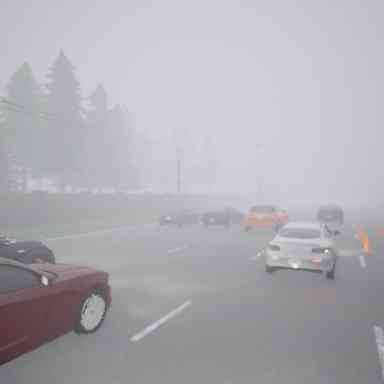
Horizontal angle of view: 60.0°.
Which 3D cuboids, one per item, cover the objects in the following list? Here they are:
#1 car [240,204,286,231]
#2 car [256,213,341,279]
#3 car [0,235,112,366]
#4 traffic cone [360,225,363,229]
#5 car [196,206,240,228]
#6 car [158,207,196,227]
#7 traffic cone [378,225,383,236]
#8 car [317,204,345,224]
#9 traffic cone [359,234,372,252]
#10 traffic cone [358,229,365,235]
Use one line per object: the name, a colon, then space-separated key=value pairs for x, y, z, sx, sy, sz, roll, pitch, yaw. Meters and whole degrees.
car: x=5.001 y=1.578 z=21.877 sx=2.097 sy=1.767 sz=4.553 roll=-1 pitch=-1 yaw=25
car: x=3.571 y=1.628 z=10.490 sx=1.812 sy=1.442 sz=4.674 roll=-1 pitch=-1 yaw=25
car: x=-3.132 y=1.547 z=4.373 sx=1.882 sy=1.535 sz=5.008 roll=-1 pitch=-1 yaw=25
traffic cone: x=8.619 y=2.103 z=16.806 sx=0.340 sy=0.580 sz=0.340 roll=-1 pitch=-1 yaw=25
car: x=2.389 y=1.749 z=24.557 sx=1.882 sy=1.535 sz=5.008 roll=-1 pitch=-1 yaw=25
car: x=-0.878 y=1.868 z=25.832 sx=1.994 sy=1.385 sz=4.181 roll=-1 pitch=-1 yaw=25
traffic cone: x=10.369 y=2.109 z=18.199 sx=0.340 sy=0.580 sz=0.340 roll=-1 pitch=-1 yaw=25
car: x=11.381 y=1.730 z=27.296 sx=1.882 sy=1.535 sz=5.008 roll=-1 pitch=-1 yaw=25
traffic cone: x=6.934 y=2.070 z=13.179 sx=0.340 sy=0.580 sz=0.340 roll=-1 pitch=-1 yaw=25
traffic cone: x=7.776 y=2.086 z=14.993 sx=0.340 sy=0.580 sz=0.340 roll=-1 pitch=-1 yaw=25
